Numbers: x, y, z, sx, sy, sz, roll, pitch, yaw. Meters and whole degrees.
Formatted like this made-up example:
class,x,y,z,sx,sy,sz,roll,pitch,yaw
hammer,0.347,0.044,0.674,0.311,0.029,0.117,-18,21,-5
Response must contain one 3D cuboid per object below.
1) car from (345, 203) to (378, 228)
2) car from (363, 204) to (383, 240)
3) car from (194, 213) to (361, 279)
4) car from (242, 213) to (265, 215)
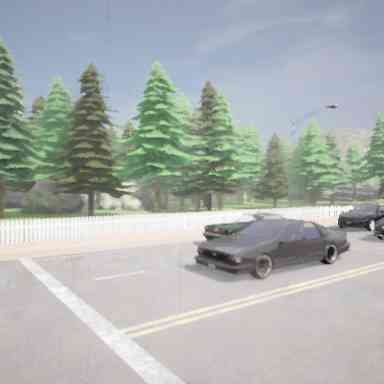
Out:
class,x,y,z,sx,sy,sz,roll,pitch,yaw
car,10.952,1.462,20.358,5.008,1.535,1.882,0,0,-35
car,10.555,1.478,15.792,4.902,1.511,2.128,0,0,-35
car,2.695,1.542,10.193,5.357,1.411,2.033,0,0,-35
car,2.774,1.593,14.535,4.718,1.301,1.895,0,0,-35
